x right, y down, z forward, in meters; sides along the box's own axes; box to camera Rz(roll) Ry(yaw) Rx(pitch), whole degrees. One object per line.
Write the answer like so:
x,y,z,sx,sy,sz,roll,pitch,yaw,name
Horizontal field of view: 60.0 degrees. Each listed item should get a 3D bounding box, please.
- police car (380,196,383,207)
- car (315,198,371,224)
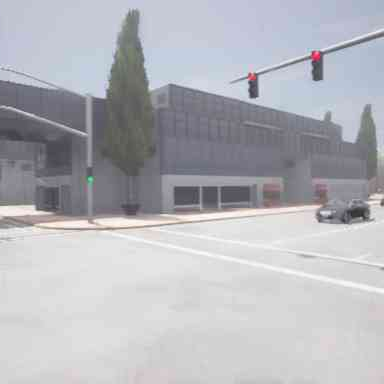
22.599,0.836,36.949,4.974,1.542,2.038,-1,1,-41,police car
9.774,1.130,21.416,4.902,1.511,2.128,-1,1,-41,car
